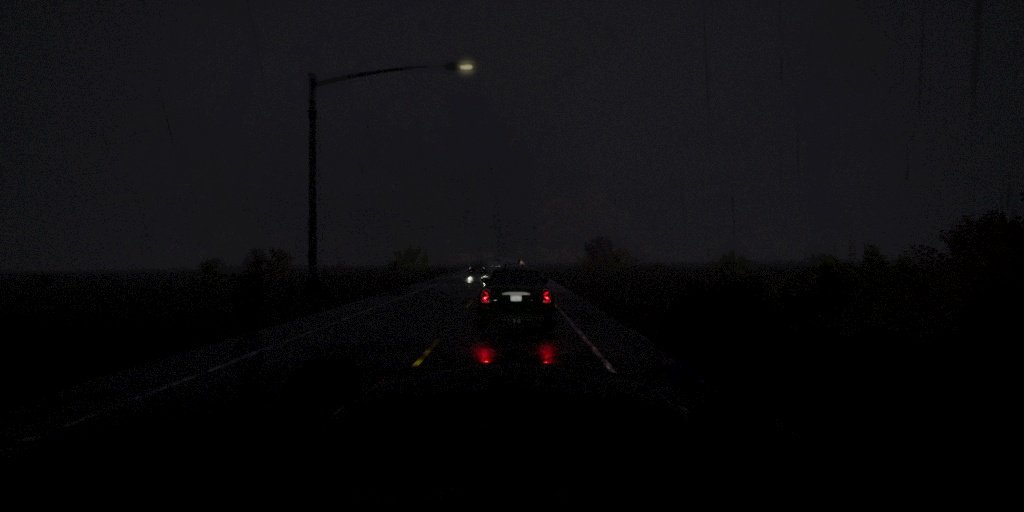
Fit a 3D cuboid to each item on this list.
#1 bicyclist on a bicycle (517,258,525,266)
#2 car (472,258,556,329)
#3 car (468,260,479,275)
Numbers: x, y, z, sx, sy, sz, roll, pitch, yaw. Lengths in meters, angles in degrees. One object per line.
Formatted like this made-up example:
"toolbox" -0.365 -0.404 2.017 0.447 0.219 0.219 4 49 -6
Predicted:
"bicyclist on a bicycle" 0.961 1.121 37.342 0.866 1.612 1.509 0 0 0
"car" 0.102 1.086 11.280 2.097 1.767 4.553 0 0 0
"car" -3.589 1.159 38.944 1.882 1.535 5.008 0 0 0
